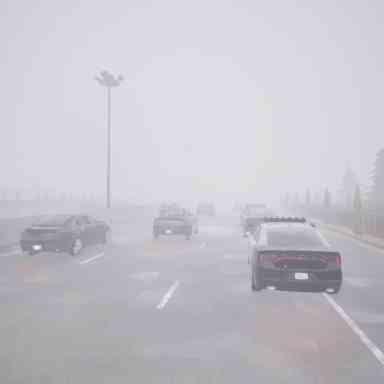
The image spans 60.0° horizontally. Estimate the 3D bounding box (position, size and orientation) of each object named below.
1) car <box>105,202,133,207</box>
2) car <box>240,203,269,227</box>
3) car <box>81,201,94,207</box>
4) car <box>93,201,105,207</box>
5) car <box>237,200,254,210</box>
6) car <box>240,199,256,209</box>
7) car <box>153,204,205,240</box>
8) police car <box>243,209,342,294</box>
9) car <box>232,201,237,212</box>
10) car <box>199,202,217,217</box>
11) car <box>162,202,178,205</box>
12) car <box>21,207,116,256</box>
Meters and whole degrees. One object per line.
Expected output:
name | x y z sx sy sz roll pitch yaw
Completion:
car | -8.451 1.952 40.424 1.895 1.301 4.718 0 -1 8
car | 3.871 1.647 19.010 1.882 1.535 5.008 0 -1 8
car | -14.233 2.021 48.348 1.895 1.301 4.718 0 -1 11
car | -11.206 1.995 45.384 1.895 1.301 4.718 0 -1 10
car | 4.676 1.576 24.927 2.097 1.767 4.553 0 -1 8
car | 9.755 2.034 57.506 1.812 1.442 4.674 0 -1 21
car | -0.764 1.644 17.952 2.128 1.511 4.902 0 -1 8
police car | 2.537 1.501 9.211 1.930 1.638 5.238 0 -1 8
car | 6.574 1.958 45.335 2.033 1.411 5.357 0 0 13
car | 1.558 1.805 35.005 2.128 1.511 4.902 0 -1 8
car | -2.151 1.787 33.713 2.128 1.511 4.902 0 -1 8
car | -4.886 1.613 13.622 1.837 1.490 4.892 0 0 8
